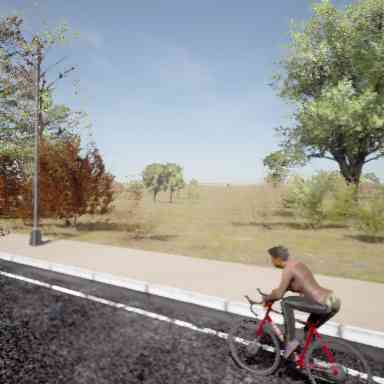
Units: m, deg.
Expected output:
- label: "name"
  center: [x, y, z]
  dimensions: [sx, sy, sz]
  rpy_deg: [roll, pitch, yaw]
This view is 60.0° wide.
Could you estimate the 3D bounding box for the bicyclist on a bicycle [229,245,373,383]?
- label: "bicyclist on a bicycle"
  center: [1.147, 1.450, 3.817]
  dimensions: [1.656, 1.620, 0.582]
  rpy_deg: [0, 0, 35]
